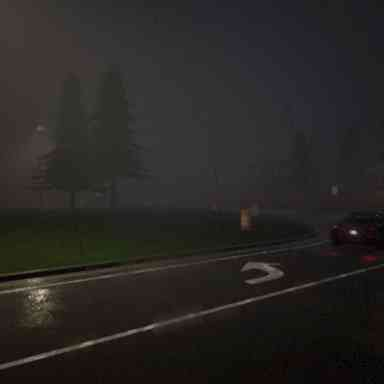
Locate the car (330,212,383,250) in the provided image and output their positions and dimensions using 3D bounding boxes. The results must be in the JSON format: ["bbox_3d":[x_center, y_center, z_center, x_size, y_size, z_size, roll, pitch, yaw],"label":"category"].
[{"bbox_3d":[7.612,1.552,14.516,1.994,1.385,4.181,0,0,41],"label":"car"}]
